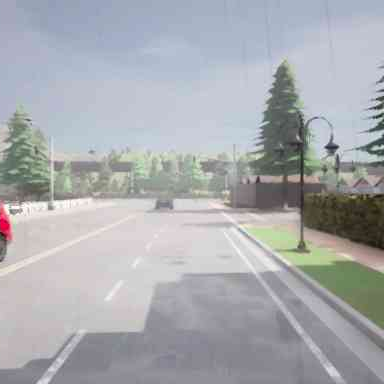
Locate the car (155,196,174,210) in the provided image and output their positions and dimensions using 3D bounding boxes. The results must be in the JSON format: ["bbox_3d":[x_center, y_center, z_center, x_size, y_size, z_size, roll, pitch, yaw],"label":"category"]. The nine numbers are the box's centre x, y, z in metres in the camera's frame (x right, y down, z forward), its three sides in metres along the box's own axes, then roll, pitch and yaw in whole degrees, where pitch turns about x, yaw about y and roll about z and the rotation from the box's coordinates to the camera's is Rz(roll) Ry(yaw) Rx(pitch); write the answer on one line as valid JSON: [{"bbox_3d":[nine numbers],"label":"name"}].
[{"bbox_3d":[-3.408,1.260,42.041,2.097,1.767,4.553,0,0,0],"label":"car"}]

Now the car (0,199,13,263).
[{"bbox_3d":[-7.033,1.199,8.780,2.150,2.045,5.566,0,1,1],"label":"car"}]
